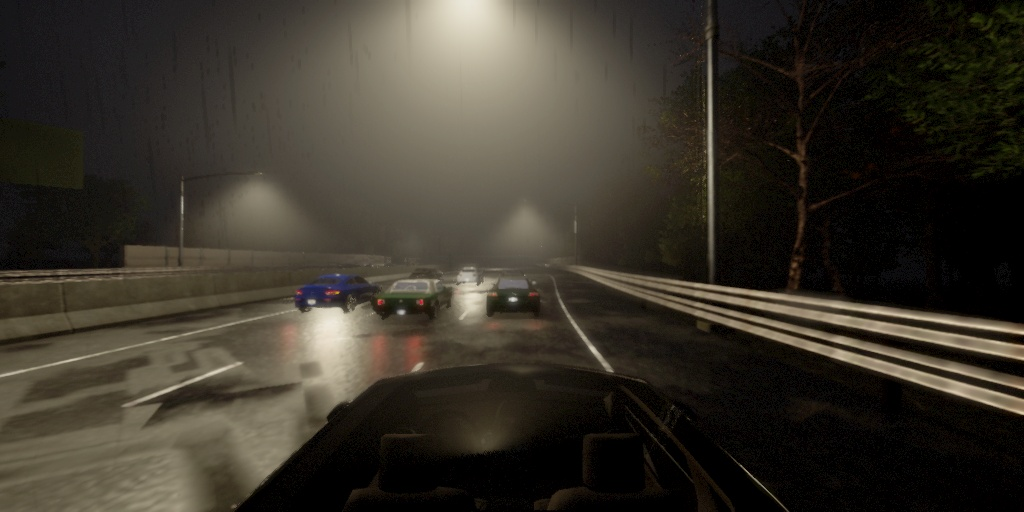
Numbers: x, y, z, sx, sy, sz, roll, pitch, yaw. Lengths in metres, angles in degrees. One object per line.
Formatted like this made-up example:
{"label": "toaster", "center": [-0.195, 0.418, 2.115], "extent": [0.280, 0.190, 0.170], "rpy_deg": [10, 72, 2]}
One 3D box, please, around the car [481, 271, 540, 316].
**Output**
{"label": "car", "center": [0.059, 1.486, 14.325], "extent": [1.994, 1.385, 4.181], "rpy_deg": [0, -1, 1]}

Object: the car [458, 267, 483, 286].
{"label": "car", "center": [-3.425, 1.662, 29.790], "extent": [1.812, 1.442, 4.674], "rpy_deg": [0, -1, 0]}

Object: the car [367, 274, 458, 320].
{"label": "car", "center": [-3.449, 1.510, 13.467], "extent": [1.895, 1.301, 4.718], "rpy_deg": [0, -1, 1]}

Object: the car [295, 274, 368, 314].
{"label": "car", "center": [-6.939, 1.453, 14.764], "extent": [1.812, 1.442, 4.674], "rpy_deg": [0, -1, 1]}

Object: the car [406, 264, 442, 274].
{"label": "car", "center": [-6.931, 1.634, 29.108], "extent": [1.837, 1.490, 4.892], "rpy_deg": [0, 0, 1]}

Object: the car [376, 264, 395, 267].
{"label": "car", "center": [-20.966, 2.155, 61.776], "extent": [2.033, 1.411, 5.357], "rpy_deg": [0, -1, 0]}

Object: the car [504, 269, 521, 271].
{"label": "car", "center": [0.062, 1.718, 28.466], "extent": [1.895, 1.301, 4.718], "rpy_deg": [0, -1, 1]}
